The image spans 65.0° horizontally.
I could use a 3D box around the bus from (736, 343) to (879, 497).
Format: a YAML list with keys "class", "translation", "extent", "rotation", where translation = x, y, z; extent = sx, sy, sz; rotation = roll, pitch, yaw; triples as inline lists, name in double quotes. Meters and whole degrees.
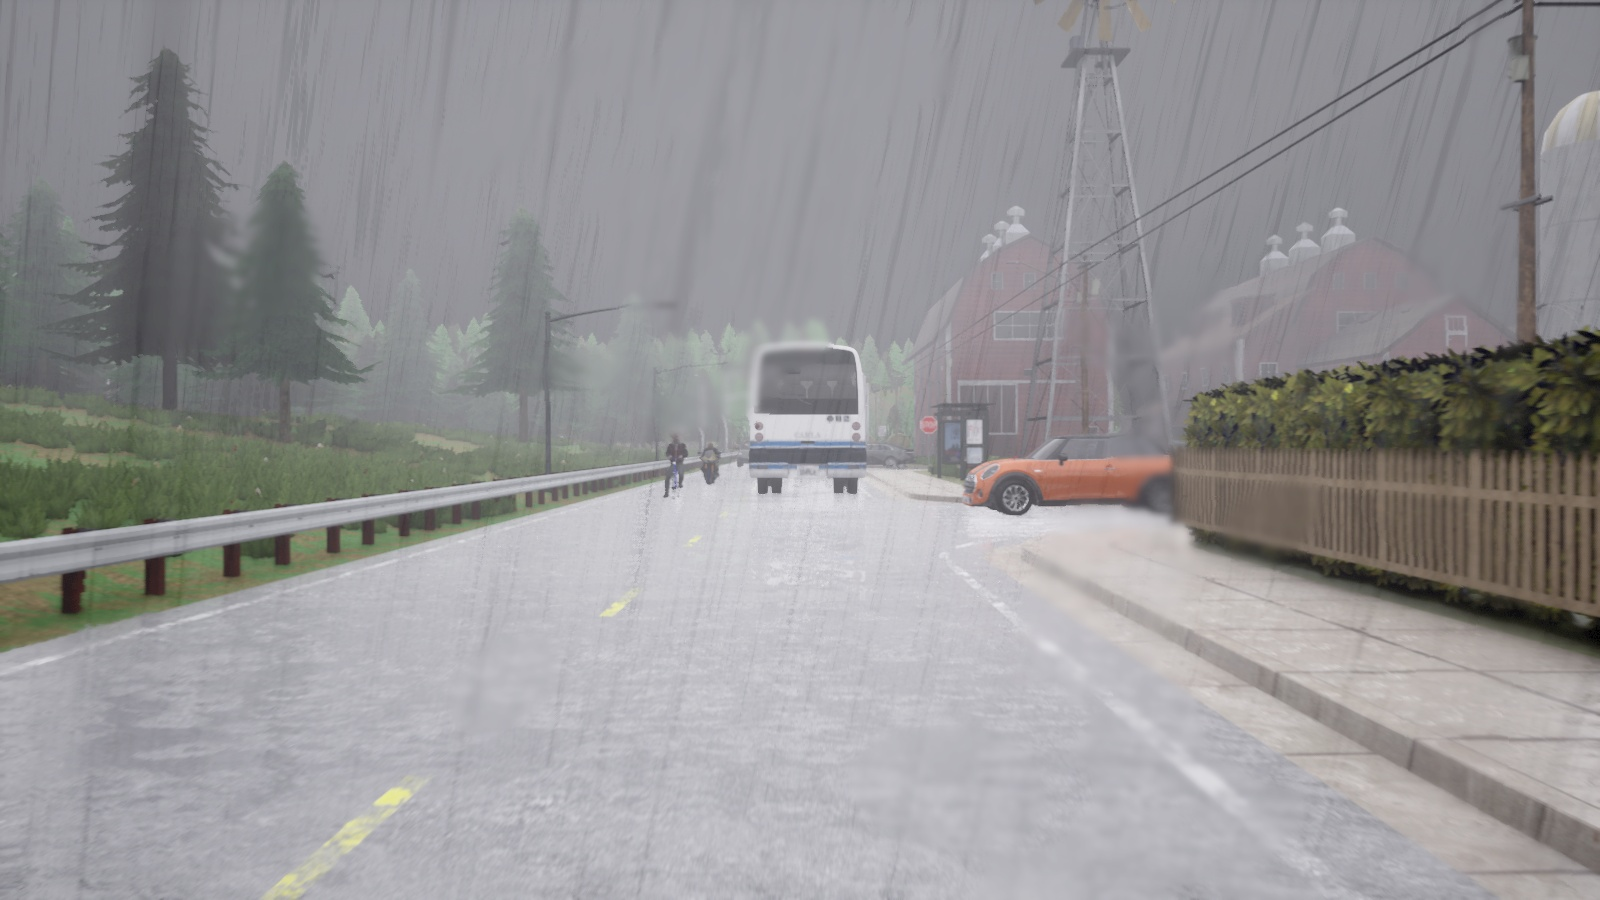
- class: "bus"
  translation: [0.243, -0.854, 39.877]
  extent: [3.944, 4.253, 10.273]
  rotation: [0, 0, 0]

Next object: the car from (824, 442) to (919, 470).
- class: "car"
  translation: [4.022, 0.308, 70.594]
  extent: [4.902, 1.511, 2.128]
  rotation: [0, 1, 22]

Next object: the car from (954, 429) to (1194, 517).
- class: "car"
  translation: [5.661, 0.460, 26.346]
  extent: [4.553, 1.767, 2.097]
  rotation: [0, 0, -2]

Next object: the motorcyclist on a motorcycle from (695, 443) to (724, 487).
- class: "motorcyclist on a motorcycle"
  translation: [-3.228, 0.525, 45.130]
  extent: [0.866, 1.530, 2.191]
  rotation: [0, 0, 0]

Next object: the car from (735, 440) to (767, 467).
- class: "car"
  translation: [-3.035, 0.196, 79.070]
  extent: [1.851, 1.617, 3.988]
  rotation: [0, 0, 0]

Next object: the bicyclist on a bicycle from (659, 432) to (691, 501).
- class: "bicyclist on a bicycle"
  translation: [-3.295, 0.427, 33.191]
  extent: [0.659, 1.776, 1.843]
  rotation: [0, 0, 0]
